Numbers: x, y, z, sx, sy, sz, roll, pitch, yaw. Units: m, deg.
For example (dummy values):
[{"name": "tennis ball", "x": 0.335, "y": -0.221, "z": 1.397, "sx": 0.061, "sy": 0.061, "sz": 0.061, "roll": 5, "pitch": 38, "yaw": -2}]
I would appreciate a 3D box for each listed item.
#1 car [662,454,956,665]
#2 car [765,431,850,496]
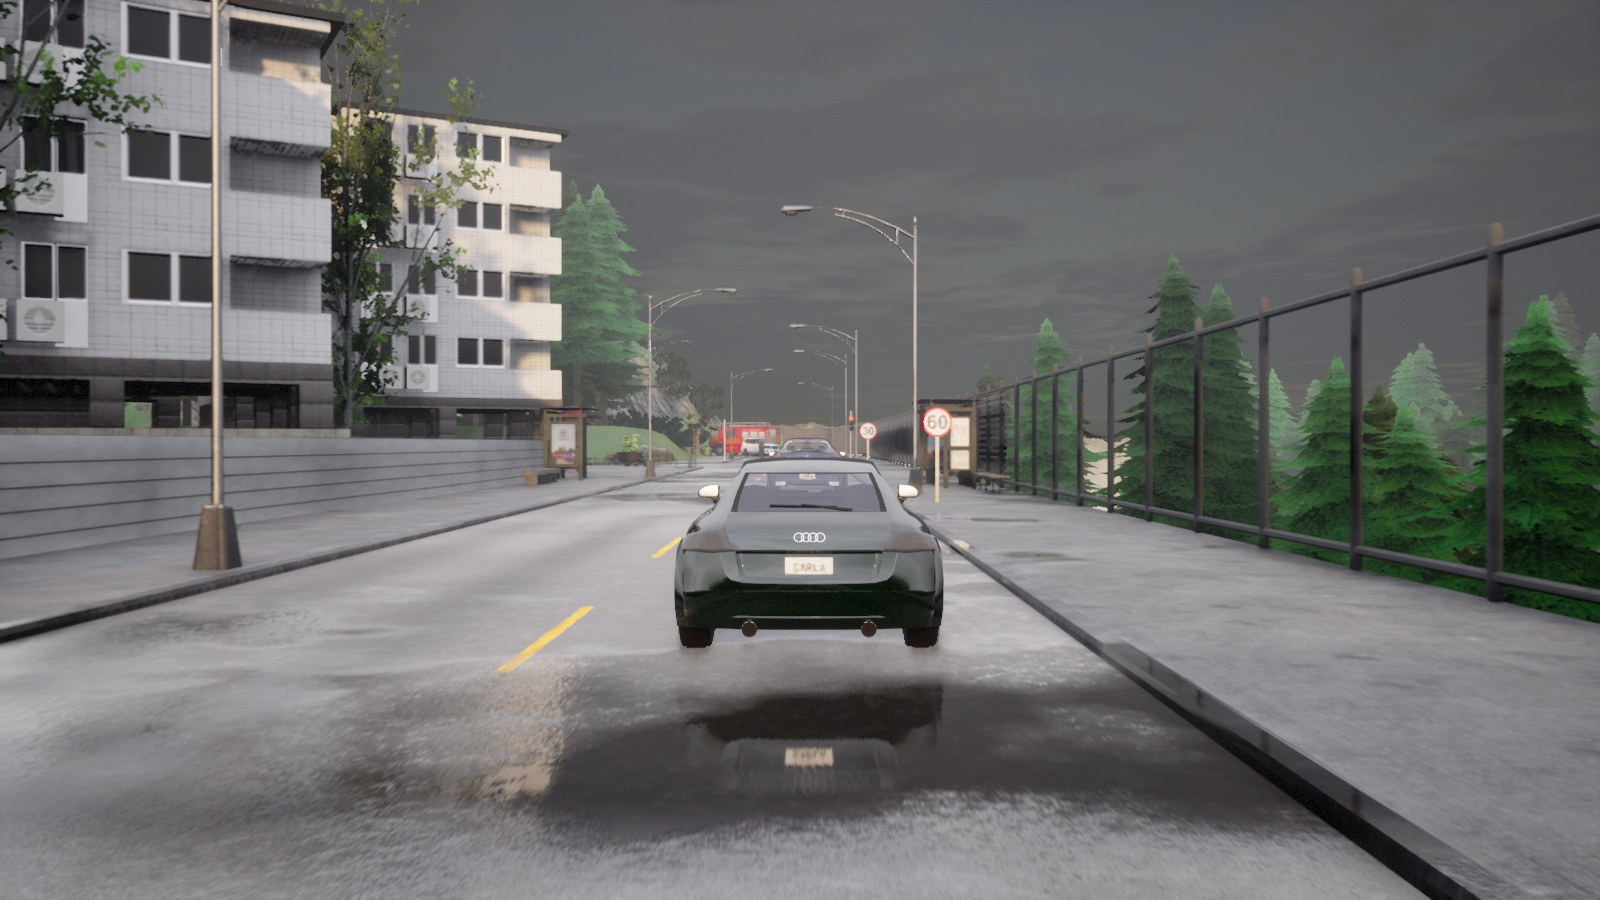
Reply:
[{"name": "car", "x": 0.072, "y": 0.751, "z": 10.607, "sx": 1.994, "sy": 1.385, "sz": 4.181, "roll": 0, "pitch": 0, "yaw": 0}, {"name": "car", "x": 0.201, "y": 0.330, "z": 34.504, "sx": 2.152, "sy": 1.651, "sz": 5.027, "roll": 0, "pitch": 0, "yaw": 0}]
